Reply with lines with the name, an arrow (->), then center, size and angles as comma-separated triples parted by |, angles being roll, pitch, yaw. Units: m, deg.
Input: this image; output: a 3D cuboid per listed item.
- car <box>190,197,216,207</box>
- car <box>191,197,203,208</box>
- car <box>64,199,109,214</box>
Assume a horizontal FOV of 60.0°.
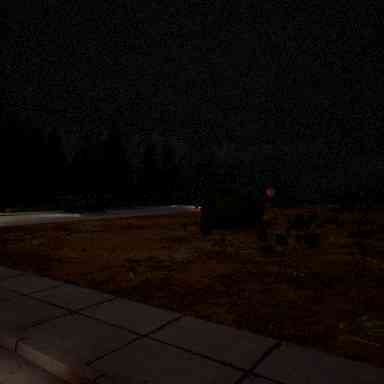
car -> 1.823, 1.552, 52.840 | 1.812, 1.442, 4.674 | 0, 0, 37
car -> 2.195, 1.532, 47.239 | 1.837, 1.490, 4.892 | 0, 0, 36
car -> -11.141, 1.504, 35.418 | 1.882, 1.535, 5.008 | 0, 0, 37
